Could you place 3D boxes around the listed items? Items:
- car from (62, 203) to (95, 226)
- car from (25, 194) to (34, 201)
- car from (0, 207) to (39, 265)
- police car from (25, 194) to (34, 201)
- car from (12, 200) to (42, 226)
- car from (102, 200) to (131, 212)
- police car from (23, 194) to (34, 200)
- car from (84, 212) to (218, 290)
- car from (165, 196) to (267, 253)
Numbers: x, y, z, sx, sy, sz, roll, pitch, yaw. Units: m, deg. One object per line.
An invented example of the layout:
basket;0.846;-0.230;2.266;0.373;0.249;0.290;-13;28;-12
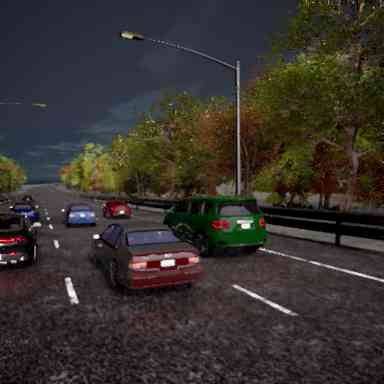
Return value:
car;-7.780;1.489;22.792;2.033;1.411;5.357;-1;0;-24
car;-39.025;1.339;79.847;1.801;1.575;5.366;-1;0;-25
car;-6.252;1.493;11.130;1.837;1.490;4.892;-1;1;-24
police car;-41.496;1.299;85.230;1.930;1.638;5.238;-1;0;-25
car;-12.629;1.528;25.029;1.994;1.385;4.181;-1;0;-24
car;-6.512;1.431;28.487;1.812;1.442;4.674;-1;0;-24
police car;-34.819;1.323;70.683;1.930;1.638;5.238;-1;0;-25
car;-1.525;1.511;9.164;2.033;1.411;5.357;-1;0;-24
car;0.598;1.154;12.968;2.150;2.045;5.566;-1;1;-24
